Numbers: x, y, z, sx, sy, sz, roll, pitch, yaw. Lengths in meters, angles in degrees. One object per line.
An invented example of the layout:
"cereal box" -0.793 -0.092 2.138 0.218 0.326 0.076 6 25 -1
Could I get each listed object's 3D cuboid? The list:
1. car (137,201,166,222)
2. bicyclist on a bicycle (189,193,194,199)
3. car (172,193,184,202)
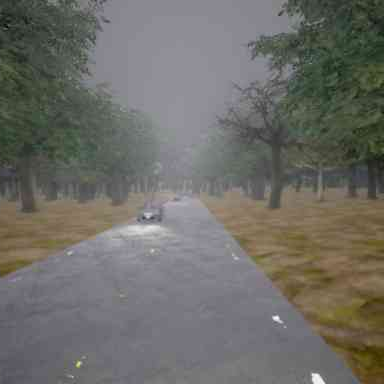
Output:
"car" -3.104 1.484 25.973 2.128 1.511 4.902 0 0 0
"bicyclist on a bicycle" 0.091 1.127 88.879 0.866 1.612 1.509 0 0 -3
"car" -3.046 1.414 67.384 1.895 1.301 4.718 0 0 0
